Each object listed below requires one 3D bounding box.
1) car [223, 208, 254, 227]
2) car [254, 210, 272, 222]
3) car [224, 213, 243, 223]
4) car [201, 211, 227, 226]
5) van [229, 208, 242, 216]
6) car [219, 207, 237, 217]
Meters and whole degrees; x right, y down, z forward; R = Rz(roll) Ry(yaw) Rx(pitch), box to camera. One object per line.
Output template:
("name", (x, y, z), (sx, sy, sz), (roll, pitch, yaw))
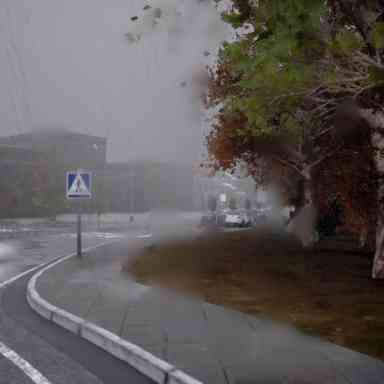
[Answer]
("car", (6.196, 3.472, 44.372), (2.150, 2.045, 5.566), (0, -3, 24))
("car", (11.964, 4.330, 57.347), (1.812, 1.442, 4.674), (0, -2, 23))
("car", (6.758, 4.165, 53.627), (1.994, 1.385, 4.181), (0, -2, 24))
("car", (2.705, 3.682, 44.408), (1.837, 1.490, 4.892), (0, -3, 25))
("van", (10.757, 4.882, 82.578), (1.878, 1.987, 4.442), (0, -2, 24))
("car", (8.513, 4.662, 77.608), (2.435, 2.045, 5.566), (0, -2, 24))
